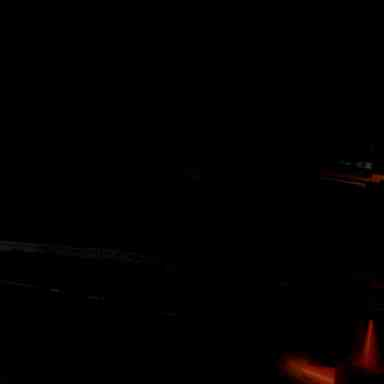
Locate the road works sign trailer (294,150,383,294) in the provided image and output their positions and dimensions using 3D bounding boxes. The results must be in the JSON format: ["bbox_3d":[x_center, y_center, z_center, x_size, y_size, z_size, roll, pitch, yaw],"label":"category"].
[{"bbox_3d":[2.943,0.737,4.788,2.880,2.380,3.560,-17,18,-28],"label":"road works sign trailer"}]
